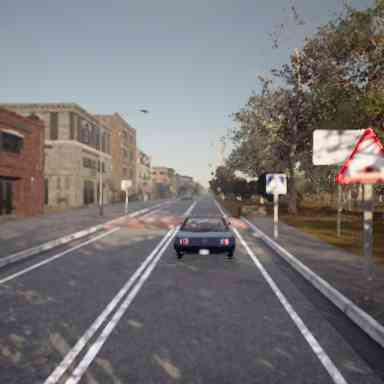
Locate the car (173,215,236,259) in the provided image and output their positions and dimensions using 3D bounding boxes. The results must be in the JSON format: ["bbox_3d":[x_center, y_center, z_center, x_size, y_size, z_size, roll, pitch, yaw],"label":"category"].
[{"bbox_3d":[0.478,1.477,12.114,1.895,1.301,4.718,0,1,3],"label":"car"}]

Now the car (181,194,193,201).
[{"bbox_3d":[-0.791,0.977,60.155,1.994,1.385,4.181,0,0,3],"label":"car"}]
